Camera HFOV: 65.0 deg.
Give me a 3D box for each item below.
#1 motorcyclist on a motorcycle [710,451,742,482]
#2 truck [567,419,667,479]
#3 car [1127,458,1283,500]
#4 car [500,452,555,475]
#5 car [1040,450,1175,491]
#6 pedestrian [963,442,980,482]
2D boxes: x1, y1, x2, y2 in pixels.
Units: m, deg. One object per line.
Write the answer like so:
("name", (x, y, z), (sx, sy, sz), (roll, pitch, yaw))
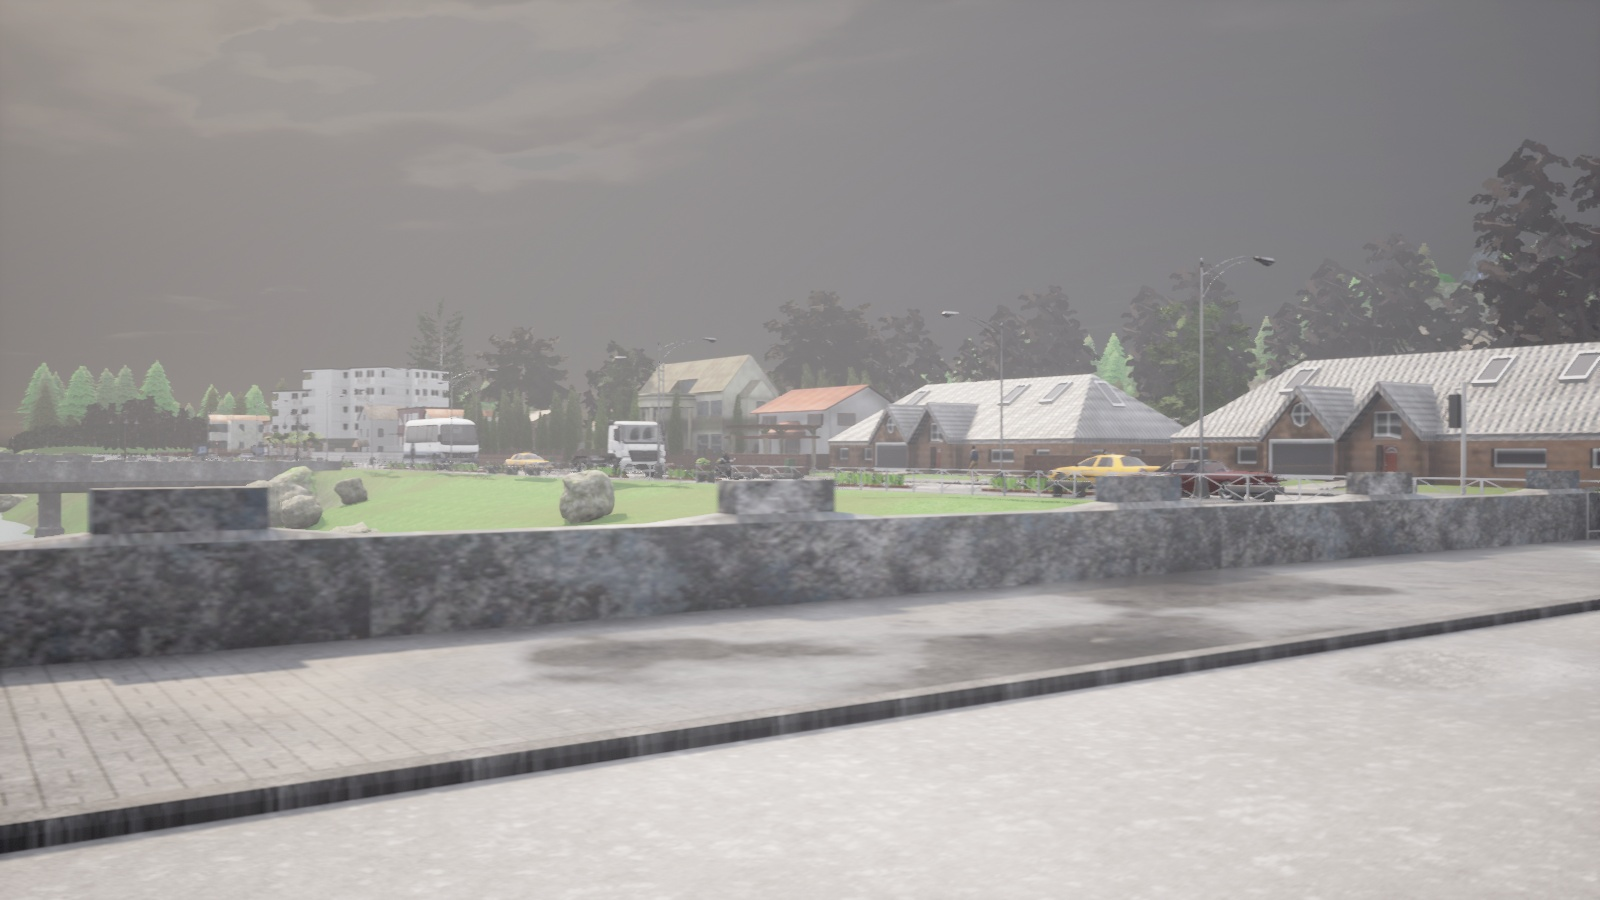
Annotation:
("motorcyclist on a motorcycle", (-3.916, 0.868, 66.139), (0.866, 1.590, 1.817), (0, 0, -35))
("truck", (-11.292, -0.026, 76.754), (2.891, 3.462, 7.936), (0, 0, -34))
("car", (13.273, 0.918, 41.405), (1.895, 1.301, 4.718), (0, 0, -35))
("car", (-19.127, 0.939, 88.020), (1.801, 1.575, 5.366), (0, 0, -35))
("car", (12.151, 0.780, 50.029), (1.801, 1.575, 5.366), (0, 0, -35))
("pedestrian", (8.386, 0.587, 61.343), (0.423, 1.949, 0.788), (0, 0, -34))
